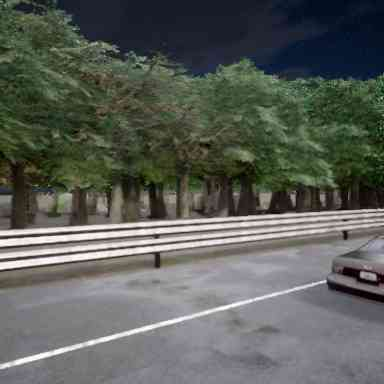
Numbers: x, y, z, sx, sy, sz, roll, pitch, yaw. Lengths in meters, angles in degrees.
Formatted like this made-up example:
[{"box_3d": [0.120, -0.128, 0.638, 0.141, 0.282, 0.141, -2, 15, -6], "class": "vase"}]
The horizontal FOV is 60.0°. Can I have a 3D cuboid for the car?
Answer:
[{"box_3d": [5.209, 1.550, 7.393, 5.357, 1.411, 2.033, 0, 0, -35], "class": "car"}]
